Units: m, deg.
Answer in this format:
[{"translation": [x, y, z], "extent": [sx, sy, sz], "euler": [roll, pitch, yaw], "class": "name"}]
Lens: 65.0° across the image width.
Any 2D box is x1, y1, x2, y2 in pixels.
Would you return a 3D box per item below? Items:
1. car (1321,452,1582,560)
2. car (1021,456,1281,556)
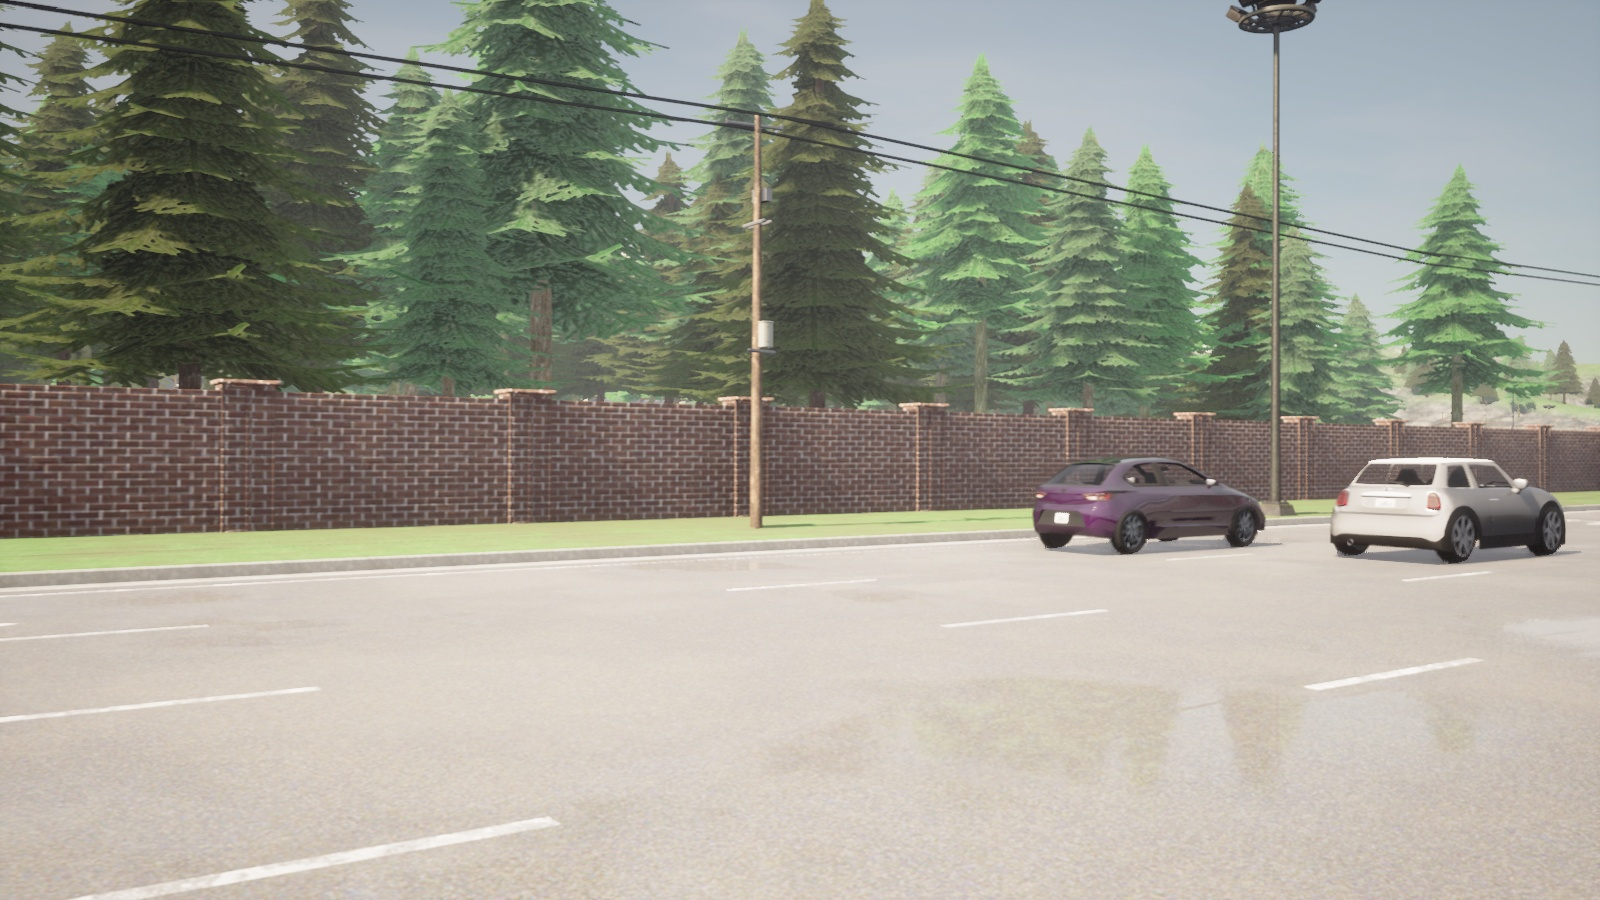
[{"translation": [9.921, 0.776, 19.071], "extent": [3.806, 1.475, 1.970], "euler": [0, 0, -35], "class": "car"}, {"translation": [5.763, 0.831, 20.444], "extent": [4.193, 1.474, 1.816], "euler": [0, 0, -35], "class": "car"}]
